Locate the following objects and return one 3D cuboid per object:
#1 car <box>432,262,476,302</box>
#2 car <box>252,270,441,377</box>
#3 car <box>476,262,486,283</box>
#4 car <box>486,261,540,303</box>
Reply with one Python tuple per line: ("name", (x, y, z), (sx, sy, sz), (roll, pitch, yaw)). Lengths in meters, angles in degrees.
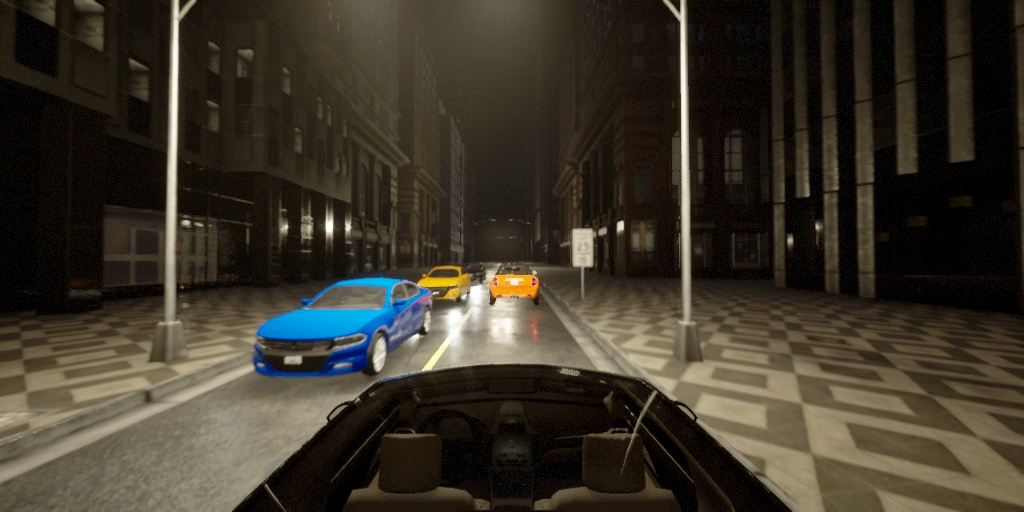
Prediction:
("car", (-3.078, 1.224, 17.107), (1.882, 1.535, 5.008), (0, 0, 0))
("car", (-3.090, 1.226, 7.659), (1.882, 1.535, 5.008), (0, 0, 1))
("car", (-3.001, 1.243, 27.539), (2.128, 1.511, 4.902), (0, 0, 0))
("car", (0.098, 1.097, 16.633), (2.097, 1.767, 4.553), (0, 0, 0))
